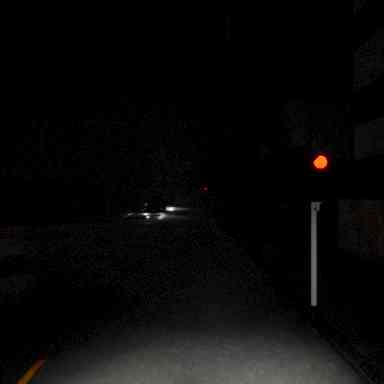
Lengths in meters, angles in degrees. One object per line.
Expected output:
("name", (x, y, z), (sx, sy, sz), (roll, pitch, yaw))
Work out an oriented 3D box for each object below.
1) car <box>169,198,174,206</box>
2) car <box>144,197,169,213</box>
("car", (-4.031, 1.601, 55.431), (1.895, 1.301, 4.718), (0, 0, 0))
("car", (-4.107, 1.352, 37.633), (2.097, 1.767, 4.553), (0, 0, 0))
